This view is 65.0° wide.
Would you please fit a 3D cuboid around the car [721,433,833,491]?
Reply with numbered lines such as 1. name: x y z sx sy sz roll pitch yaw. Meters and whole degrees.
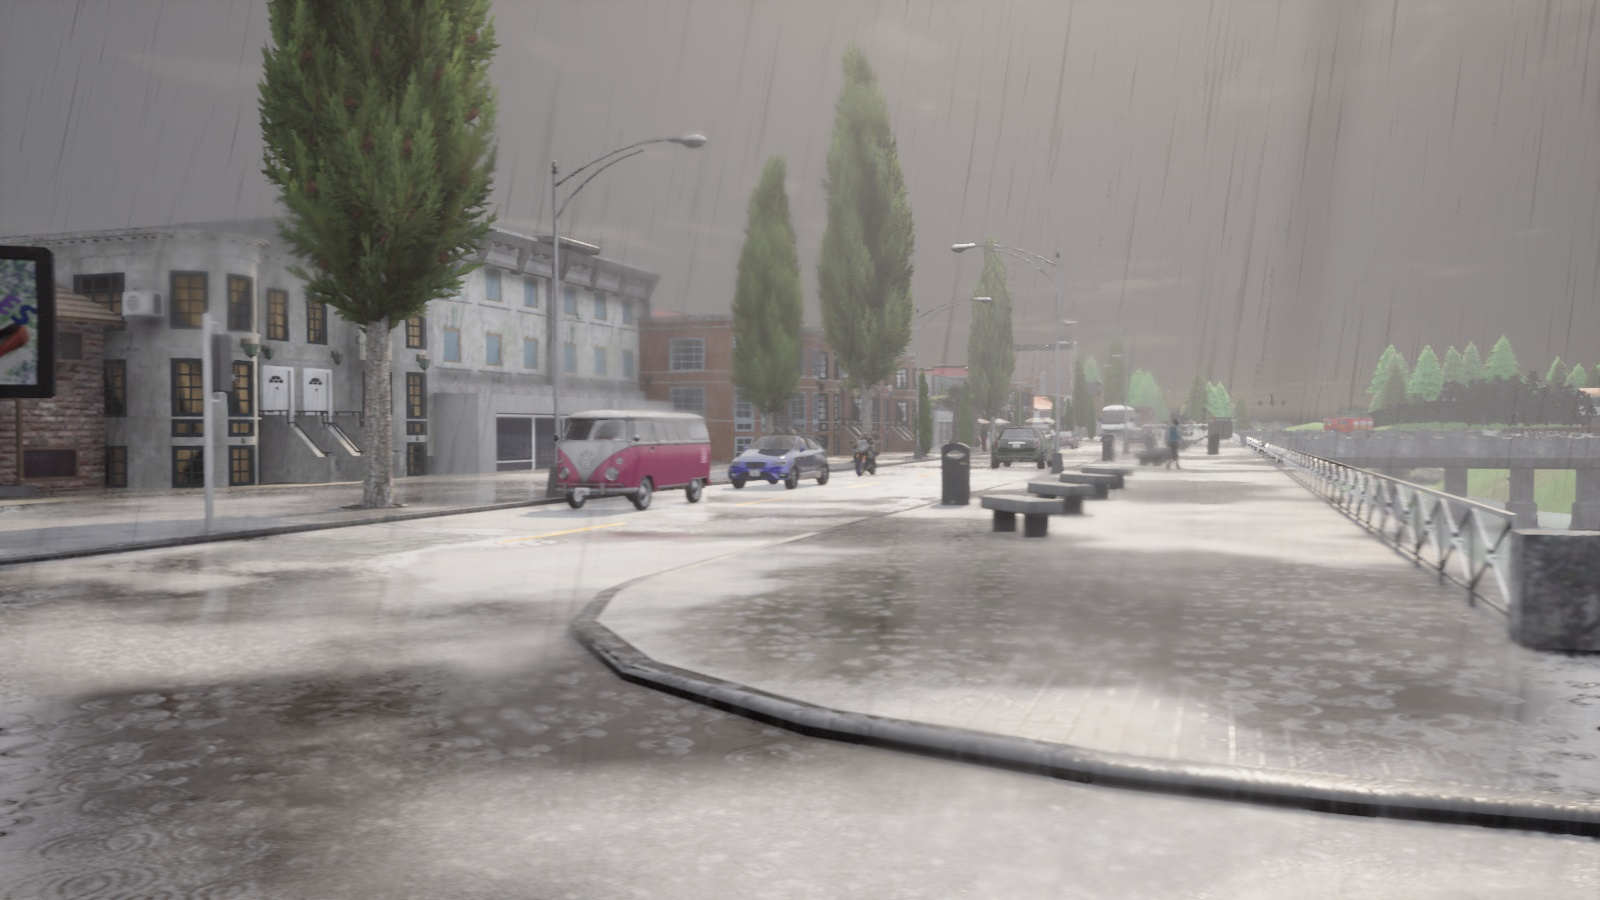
1. car: -0.563 0.279 34.890 1.816 1.474 4.193 1 1 19

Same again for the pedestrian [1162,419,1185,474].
1. pedestrian: 13.196 -0.124 44.349 0.692 1.930 0.396 0 1 -29

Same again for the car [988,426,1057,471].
1. car: 9.132 -0.100 51.182 2.097 1.767 4.553 1 1 19

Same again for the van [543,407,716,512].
1. van: -3.451 0.146 26.268 1.775 1.987 4.442 1 1 19

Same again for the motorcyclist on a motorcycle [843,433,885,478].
1. motorcyclist on a motorcycle: 2.225 0.178 43.196 0.866 1.530 2.191 1 0 19
